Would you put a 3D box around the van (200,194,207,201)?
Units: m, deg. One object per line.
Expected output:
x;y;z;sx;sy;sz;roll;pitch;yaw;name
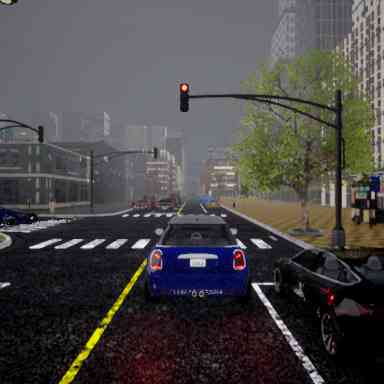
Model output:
2.805;1.328;82.590;1.690;1.788;3.998;0;0;0;van

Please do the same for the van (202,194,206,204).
2.760;1.332;49.284;1.690;1.788;3.998;0;0;0;van

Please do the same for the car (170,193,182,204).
-2.992;1.210;59.005;2.150;2.045;5.566;0;0;1;car

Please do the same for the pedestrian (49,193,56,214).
-12.710;1.031;30.205;0.375;1.860;0.375;0;-1;-1;pedestrian

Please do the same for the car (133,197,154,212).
-5.636;1.575;38.191;1.802;1.307;4.206;0;0;0;car

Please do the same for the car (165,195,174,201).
-5.577;1.538;82.599;2.008;1.369;4.403;0;0;0;car

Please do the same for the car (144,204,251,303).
0.111;1.350;8.371;2.097;1.767;4.553;0;0;0;car

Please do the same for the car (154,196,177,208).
-3.041;1.519;38.476;1.812;1.442;4.674;0;0;-2;car

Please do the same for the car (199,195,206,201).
2.812;1.512;88.311;1.752;1.417;4.829;0;0;0;car

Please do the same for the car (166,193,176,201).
-5.568;1.302;88.150;2.192;1.841;5.009;0;0;0;car

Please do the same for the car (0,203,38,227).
-12.079;1.424;21.110;4.181;1.385;1.994;1;0;4;car

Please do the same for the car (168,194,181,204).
-3.033;1.469;48.511;1.882;1.535;5.008;0;0;0;car

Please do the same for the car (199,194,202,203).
2.774;1.541;60.386;2.008;1.369;4.403;0;0;0;car

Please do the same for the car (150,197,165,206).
-5.614;1.541;54.844;2.008;1.369;4.403;0;0;0;car

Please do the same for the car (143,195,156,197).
-5.628;1.307;43.742;2.192;1.841;5.009;0;0;0;car

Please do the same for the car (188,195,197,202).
0.106;1.528;79.206;2.033;1.411;5.357;0;0;0;car

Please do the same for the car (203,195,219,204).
2.752;1.517;43.903;1.752;1.417;4.829;0;0;0;car

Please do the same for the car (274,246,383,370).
2.701;1.565;5.704;1.947;1.339;4.313;0;0;0;car

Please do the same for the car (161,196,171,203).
-5.592;1.514;71.327;1.752;1.417;4.829;0;0;0;car
